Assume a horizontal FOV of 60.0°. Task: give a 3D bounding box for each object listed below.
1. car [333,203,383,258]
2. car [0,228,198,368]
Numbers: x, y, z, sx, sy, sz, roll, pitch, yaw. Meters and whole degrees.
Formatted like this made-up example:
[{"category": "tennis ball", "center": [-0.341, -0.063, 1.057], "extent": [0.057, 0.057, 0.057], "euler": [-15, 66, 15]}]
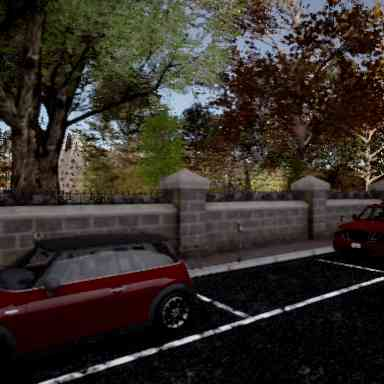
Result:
[{"category": "car", "center": [7.037, 1.306, 11.566], "extent": [5.009, 1.841, 2.192], "euler": [0, 0, -35]}, {"category": "car", "center": [-1.984, 1.439, 5.138], "extent": [4.097, 1.590, 1.967], "euler": [0, 0, -35]}]
